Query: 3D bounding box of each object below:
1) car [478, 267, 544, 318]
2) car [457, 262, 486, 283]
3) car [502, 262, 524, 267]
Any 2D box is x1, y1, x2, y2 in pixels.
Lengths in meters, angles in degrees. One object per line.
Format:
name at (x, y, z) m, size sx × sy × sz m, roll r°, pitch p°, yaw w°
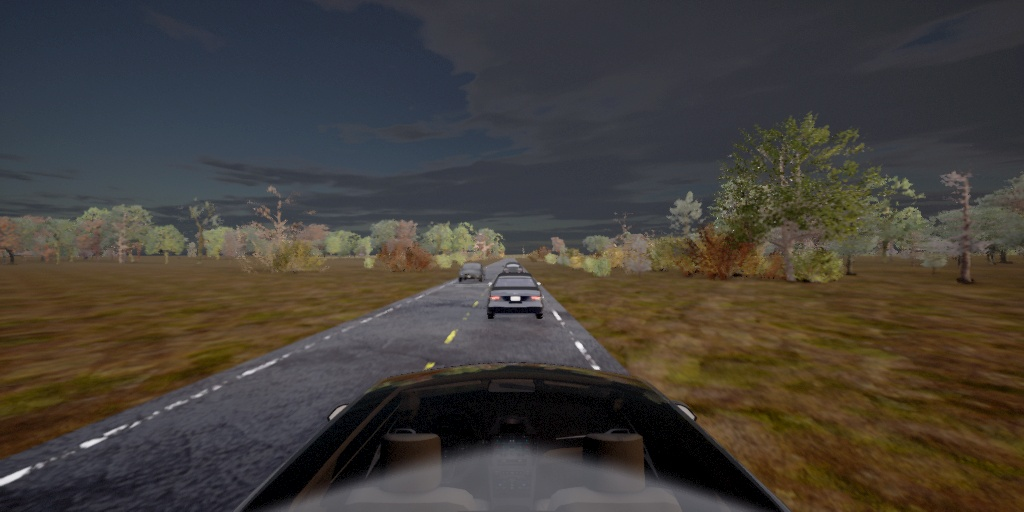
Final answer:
car at (0.099, 1.297, 13.019) m, size 2.033 × 1.411 × 5.357 m, roll 0°, pitch 0°, yaw 0°
car at (-3.070, 1.256, 28.200) m, size 1.837 × 1.490 × 4.892 m, roll 0°, pitch -1°, yaw 0°
car at (0.095, 1.274, 32.443) m, size 1.812 × 1.442 × 4.674 m, roll 0°, pitch 0°, yaw 0°
